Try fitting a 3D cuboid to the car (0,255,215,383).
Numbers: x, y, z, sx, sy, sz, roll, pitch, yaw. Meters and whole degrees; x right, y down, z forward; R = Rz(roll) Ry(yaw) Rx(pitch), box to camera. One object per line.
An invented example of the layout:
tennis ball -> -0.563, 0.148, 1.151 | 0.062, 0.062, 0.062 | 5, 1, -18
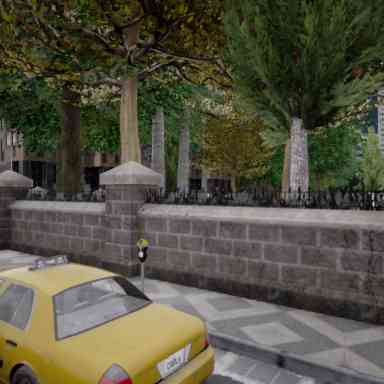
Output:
car -> -2.042, 1.525, 4.413 | 4.829, 1.417, 1.752 | 0, 0, 35
